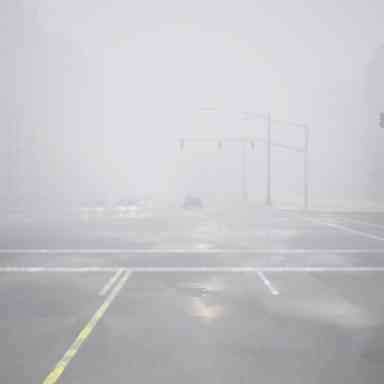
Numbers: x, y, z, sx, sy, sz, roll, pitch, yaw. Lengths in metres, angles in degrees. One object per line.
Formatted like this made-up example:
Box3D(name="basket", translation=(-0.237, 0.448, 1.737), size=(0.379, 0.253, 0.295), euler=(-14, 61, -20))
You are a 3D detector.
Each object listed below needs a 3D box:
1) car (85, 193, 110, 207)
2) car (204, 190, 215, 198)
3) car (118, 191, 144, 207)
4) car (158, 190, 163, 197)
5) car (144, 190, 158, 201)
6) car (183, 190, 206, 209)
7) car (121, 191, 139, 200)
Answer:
Box3D(name="car", translation=(-10.611, 0.878, 37.593), size=(1.812, 1.442, 4.674), euler=(0, 1, 0))
Box3D(name="car", translation=(3.467, 0.360, 66.559), size=(1.837, 1.490, 4.892), euler=(0, 1, 0))
Box3D(name="car", translation=(-7.110, 0.909, 37.986), size=(1.994, 1.385, 4.181), euler=(0, 1, 0))
Box3D(name="car", translation=(-7.037, 0.358, 68.326), size=(1.994, 1.385, 4.181), euler=(0, 1, 0))
Box3D(name="car", translation=(-7.095, 0.609, 53.187), size=(1.812, 1.442, 4.674), euler=(0, 1, 0))
Box3D(name="car", translation=(0.083, 0.892, 34.806), size=(2.128, 1.511, 4.902), euler=(0, 1, 0))
Box3D(name="car", translation=(-10.556, 0.566, 56.993), size=(2.033, 1.411, 5.357), euler=(0, 1, 1))
